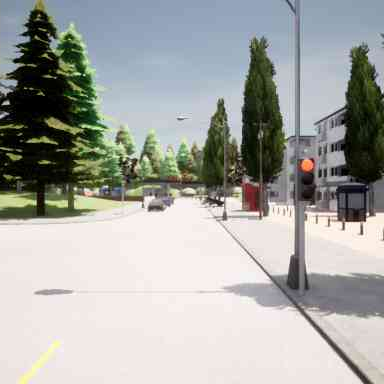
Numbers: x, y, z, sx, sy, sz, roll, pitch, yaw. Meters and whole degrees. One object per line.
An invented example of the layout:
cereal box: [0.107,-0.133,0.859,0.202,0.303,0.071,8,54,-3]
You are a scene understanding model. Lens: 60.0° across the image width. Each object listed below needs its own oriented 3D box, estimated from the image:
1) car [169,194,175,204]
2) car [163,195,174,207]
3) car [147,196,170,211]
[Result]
car: [-4.148,1.505,60.031,1.837,1.490,4.892,0,0,0]
car: [-4.176,1.564,50.039,1.994,1.385,4.181,0,0,0]
car: [-4.172,1.547,40.101,2.033,1.411,5.357,0,0,0]
